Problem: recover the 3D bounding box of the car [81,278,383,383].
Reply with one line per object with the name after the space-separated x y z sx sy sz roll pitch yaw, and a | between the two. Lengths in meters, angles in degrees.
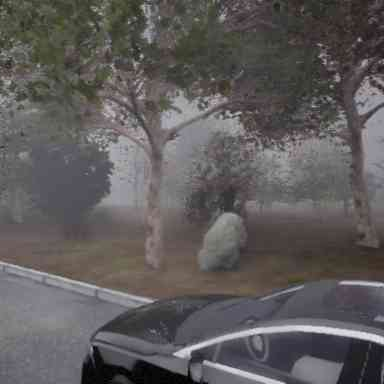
1.163 1.492 2.547 4.902 1.511 2.128 0 0 35 | car
